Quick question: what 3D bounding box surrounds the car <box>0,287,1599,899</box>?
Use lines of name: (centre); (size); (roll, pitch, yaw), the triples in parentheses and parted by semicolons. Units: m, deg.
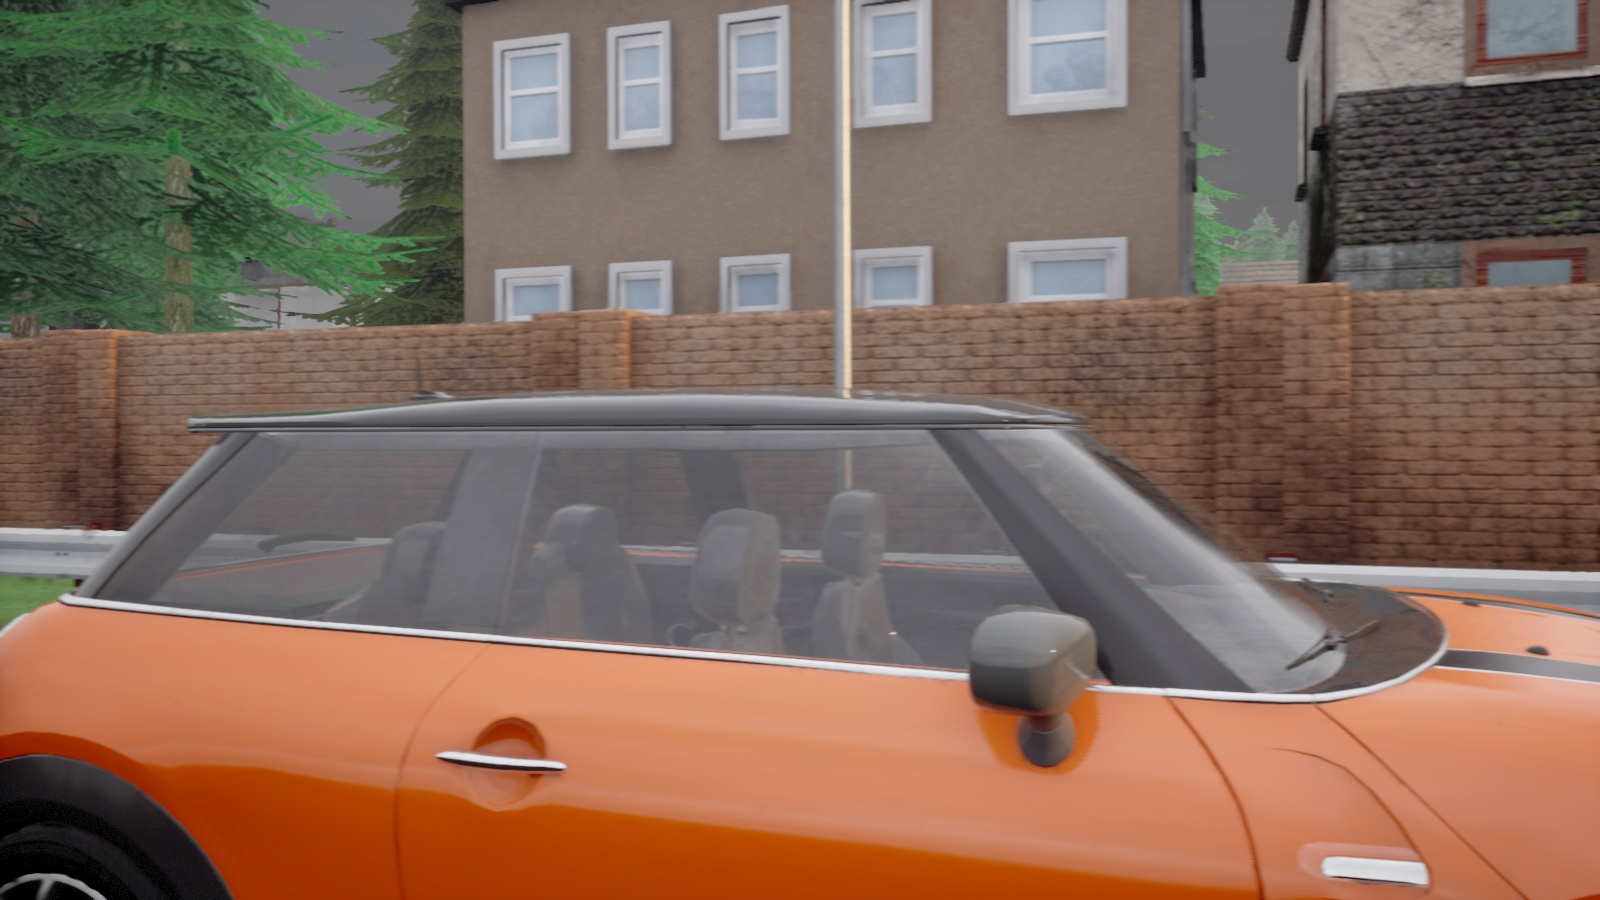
car: (0.379, 0.637, 3.064); (4.553, 1.767, 2.097); (1, 1, 19)
